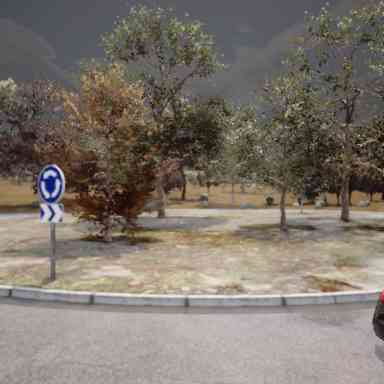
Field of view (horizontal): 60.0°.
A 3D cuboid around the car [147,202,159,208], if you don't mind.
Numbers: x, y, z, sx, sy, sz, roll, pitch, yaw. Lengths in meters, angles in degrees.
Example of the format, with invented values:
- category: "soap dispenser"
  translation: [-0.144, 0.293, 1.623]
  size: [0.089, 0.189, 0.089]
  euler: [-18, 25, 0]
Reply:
- category: "car"
  translation: [-5.370, 1.623, 39.190]
  size: [4.181, 1.385, 1.994]
  euler: [0, 0, -16]

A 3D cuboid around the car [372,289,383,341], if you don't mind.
- category: "car"
  translation: [4.674, 1.571, 4.479]
  size: [4.181, 1.385, 1.994]
  euler: [0, 0, -16]
